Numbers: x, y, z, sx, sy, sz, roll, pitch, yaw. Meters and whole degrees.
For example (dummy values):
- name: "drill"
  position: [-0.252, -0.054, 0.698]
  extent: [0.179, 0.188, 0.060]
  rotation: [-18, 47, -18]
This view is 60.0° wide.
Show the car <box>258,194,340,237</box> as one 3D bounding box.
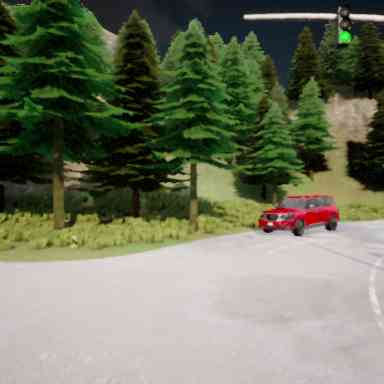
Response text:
- name: "car"
  position: [6.041, 1.196, 18.442]
  extent: [5.566, 2.045, 2.150]
  rotation: [-2, 1, -40]
